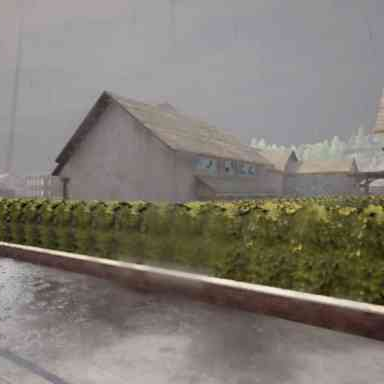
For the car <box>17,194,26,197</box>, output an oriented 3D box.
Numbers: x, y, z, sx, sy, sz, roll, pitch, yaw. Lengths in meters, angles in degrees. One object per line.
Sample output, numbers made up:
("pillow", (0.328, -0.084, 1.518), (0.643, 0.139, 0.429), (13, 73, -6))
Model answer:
("car", (-36.713, 1.268, 72.427), (3.866, 1.878, 1.905), (0, 0, 35))
